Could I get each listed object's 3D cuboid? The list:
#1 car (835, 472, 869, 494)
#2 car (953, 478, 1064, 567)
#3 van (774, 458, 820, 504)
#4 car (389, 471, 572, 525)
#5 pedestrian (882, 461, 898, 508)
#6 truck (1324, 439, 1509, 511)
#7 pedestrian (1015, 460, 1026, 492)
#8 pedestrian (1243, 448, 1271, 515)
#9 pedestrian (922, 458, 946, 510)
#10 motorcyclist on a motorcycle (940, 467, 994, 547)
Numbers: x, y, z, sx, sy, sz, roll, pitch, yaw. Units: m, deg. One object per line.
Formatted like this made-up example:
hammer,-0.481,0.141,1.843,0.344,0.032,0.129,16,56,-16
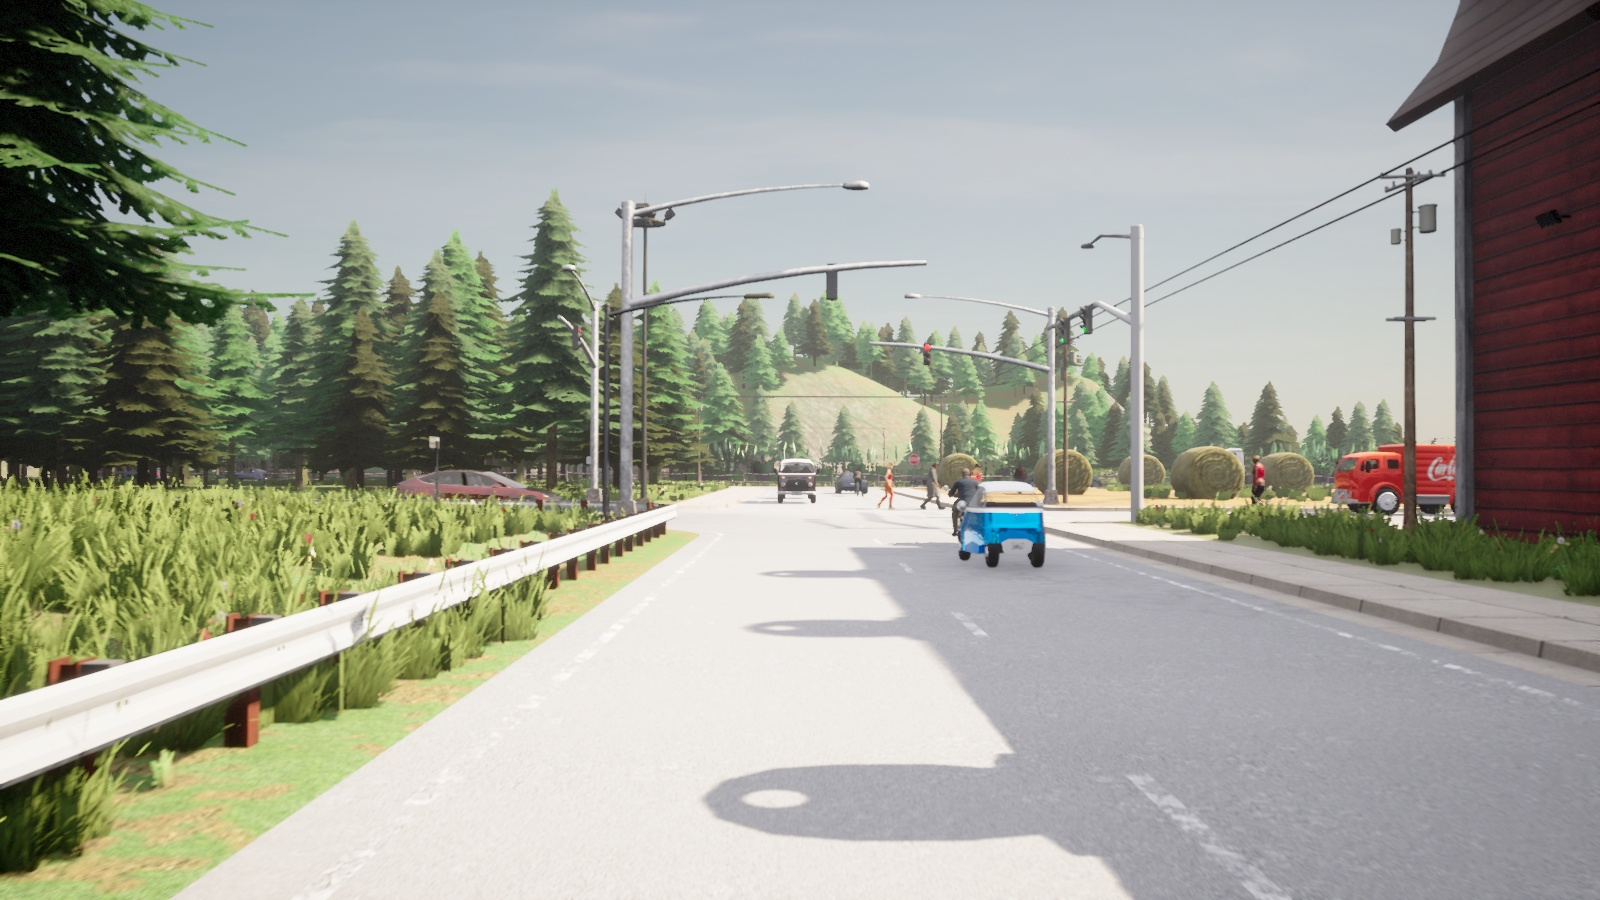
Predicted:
car,3.303,2.088,80.514,1.994,1.385,4.181,0,-1,0
car,3.449,1.173,21.030,1.481,1.376,2.207,0,-1,0
van,-0.143,1.420,58.098,2.069,2.038,4.480,0,-1,0
car,-9.181,1.376,36.421,4.792,1.488,2.163,0,-1,-1
pedestrian,3.503,1.336,48.977,0.594,1.836,0.345,0,-1,-2
truck,21.542,0.879,44.075,5.204,2.467,2.627,0,-1,-1
pedestrian,12.556,1.484,71.444,0.634,1.844,0.899,0,-1,10
pedestrian,12.692,0.876,34.894,0.331,1.846,0.636,0,-1,-29
pedestrian,5.128,1.296,48.082,0.873,1.952,0.659,0,-1,8
motorcyclist on a motorcycle,3.436,1.148,26.032,0.866,1.590,1.817,0,-1,0
